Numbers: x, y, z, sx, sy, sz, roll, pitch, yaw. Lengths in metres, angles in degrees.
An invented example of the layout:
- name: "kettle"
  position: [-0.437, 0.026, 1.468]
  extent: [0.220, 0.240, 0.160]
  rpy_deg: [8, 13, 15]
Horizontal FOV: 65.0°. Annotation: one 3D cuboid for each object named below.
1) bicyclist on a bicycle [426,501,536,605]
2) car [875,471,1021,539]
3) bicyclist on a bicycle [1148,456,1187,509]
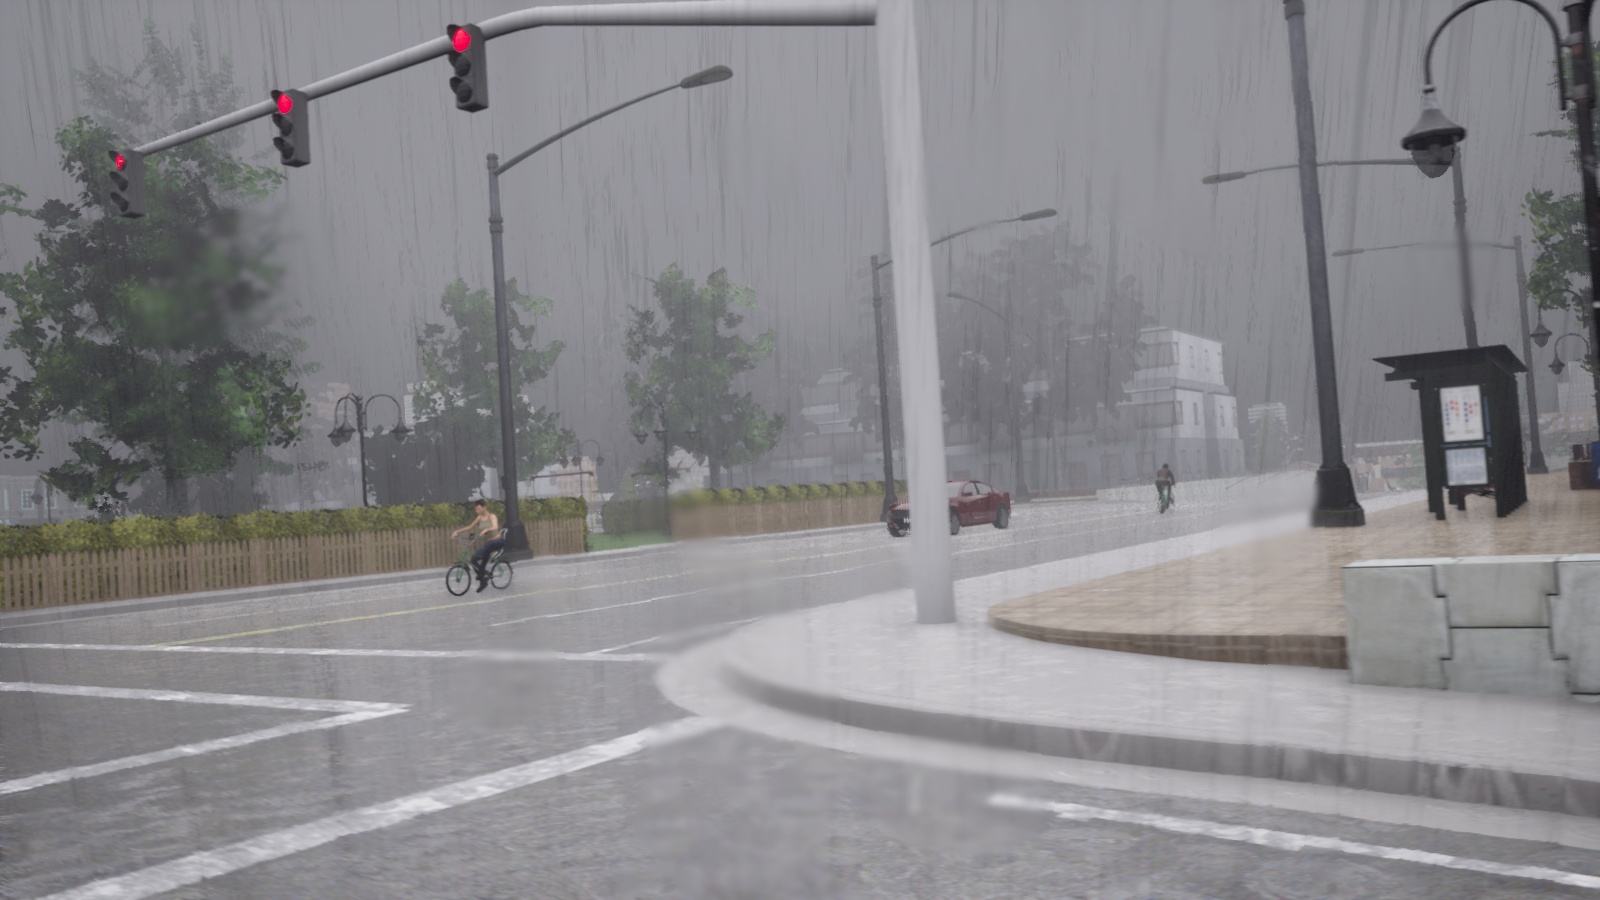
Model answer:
- name: "bicyclist on a bicycle"
  position: [-5.423, 1.735, 21.407]
  extent: [0.866, 1.612, 1.509]
  rpy_deg: [-6, -3, 35]
- name: "car"
  position: [4.286, 1.512, 35.577]
  extent: [1.882, 1.535, 5.008]
  rpy_deg: [-6, -3, 34]
- name: "bicyclist on a bicycle"
  position: [11.839, 1.043, 40.436]
  extent: [0.582, 1.620, 1.656]
  rpy_deg: [-6, -3, 34]
